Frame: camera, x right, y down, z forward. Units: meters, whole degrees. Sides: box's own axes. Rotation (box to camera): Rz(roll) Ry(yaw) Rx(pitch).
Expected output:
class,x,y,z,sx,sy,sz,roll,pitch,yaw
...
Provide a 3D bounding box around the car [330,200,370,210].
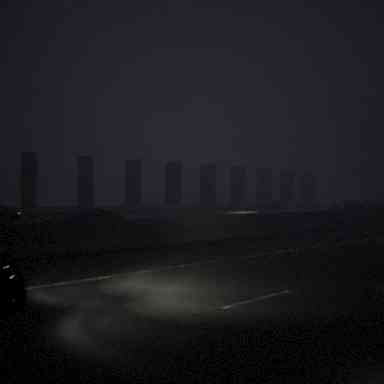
class,x,y,z,sx,sy,sz,roll,pitch,yaw
car,17.530,1.629,37.388,5.008,1.535,1.882,0,0,-35

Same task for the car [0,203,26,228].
class,x,y,z,sx,sy,sz,roll,pitch,yaw
car,-12.991,1.440,20.524,4.674,1.442,1.812,1,0,-36

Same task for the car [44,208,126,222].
class,x,y,z,sx,sy,sz,roll,pitch,yaw
car,-5.480,1.532,17.254,4.181,1.385,1.994,0,0,-35

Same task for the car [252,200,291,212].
class,x,y,z,sx,sy,sz,roll,pitch,yaw
car,9.714,1.643,40.458,5.357,1.411,2.033,0,0,-34

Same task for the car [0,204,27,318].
class,x,y,z,sx,sy,sz,roll,pitch,yaw
car,-5.275,1.184,4.307,5.566,2.045,2.150,0,0,-36

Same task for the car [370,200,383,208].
class,x,y,z,sx,sy,sz,roll,pitch,yaw
car,25.018,1.813,47.013,4.718,1.301,1.895,0,0,-35
